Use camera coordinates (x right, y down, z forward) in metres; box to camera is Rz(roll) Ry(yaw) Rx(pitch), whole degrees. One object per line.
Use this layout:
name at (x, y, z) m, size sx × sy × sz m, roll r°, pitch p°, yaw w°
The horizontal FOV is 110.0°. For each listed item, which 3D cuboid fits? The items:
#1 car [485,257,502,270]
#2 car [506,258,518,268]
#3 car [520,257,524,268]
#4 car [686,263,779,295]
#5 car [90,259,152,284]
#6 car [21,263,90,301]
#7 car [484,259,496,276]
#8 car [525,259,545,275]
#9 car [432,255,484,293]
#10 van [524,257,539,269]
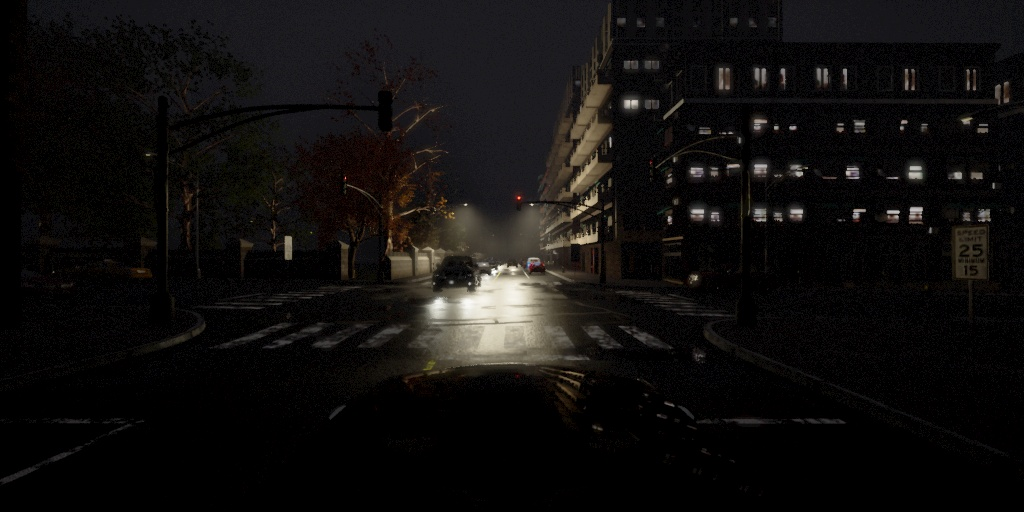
car at (-3.038, 1.274, 52.708) m, size 2.128 × 1.511 × 4.902 m, roll 0°, pitch 0°, yaw 0°
car at (0.066, 1.304, 62.609) m, size 1.837 × 1.490 × 4.892 m, roll 0°, pitch 0°, yaw 0°
car at (2.751, 1.230, 56.827) m, size 1.967 × 1.591 × 4.097 m, roll 0°, pitch 0°, yaw 0°
car at (13.471, 1.353, 21.953) m, size 5.009 × 1.841 × 2.192 m, roll 0°, pitch 0°, yaw 0°
car at (-24.721, 0.882, 21.631) m, size 4.829 × 1.417 × 1.751 m, roll 0°, pitch 0°, yaw 0°
car at (-18.949, 1.007, 13.299) m, size 4.207 × 1.307 × 1.802 m, roll 0°, pitch 0°, yaw 0°
car at (-3.062, 1.314, 37.254) m, size 2.033 × 1.411 × 5.357 m, roll 0°, pitch 0°, yaw 0°
car at (2.732, 1.314, 39.936) m, size 1.888 × 1.381 × 4.507 m, roll 0°, pitch 0°, yaw 0°
car at (-3.078, 0.976, 21.004) m, size 2.150 × 2.045 × 5.566 m, roll 0°, pitch 0°, yaw 0°
van at (2.739, 1.116, 45.566) m, size 1.690 × 1.789 × 3.998 m, roll 0°, pitch 0°, yaw 0°
